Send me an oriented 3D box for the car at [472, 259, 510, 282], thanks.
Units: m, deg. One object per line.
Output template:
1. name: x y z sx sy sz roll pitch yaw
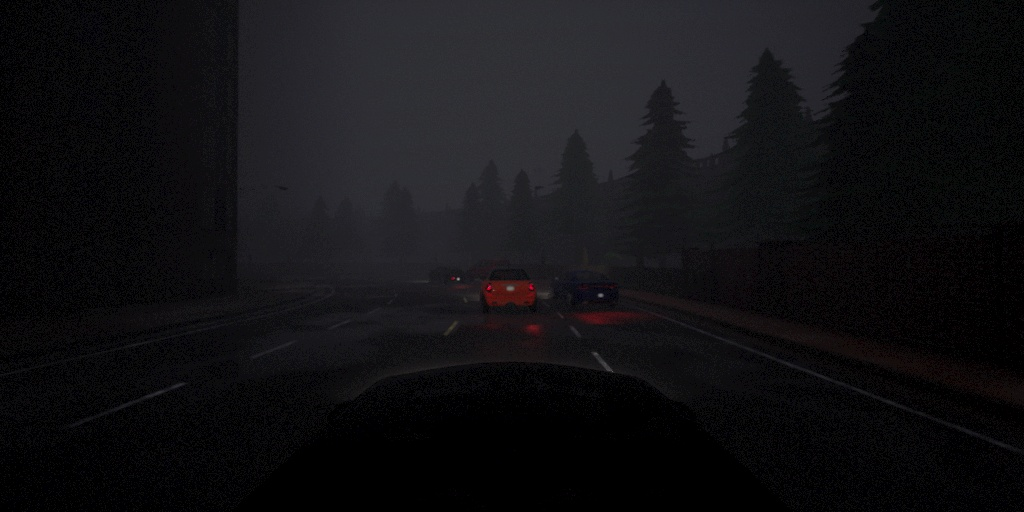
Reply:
1. car: -1.976 1.284 31.119 2.150 2.045 5.566 0 0 -32

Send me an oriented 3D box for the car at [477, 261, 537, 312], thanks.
1. car: -0.282 1.245 15.322 2.097 1.767 4.553 0 -1 -6

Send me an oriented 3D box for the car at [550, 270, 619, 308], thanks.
1. car: 3.101 1.381 16.290 1.882 1.535 5.008 0 0 -7

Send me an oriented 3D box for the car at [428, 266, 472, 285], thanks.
1. car: -5.535 1.556 30.124 1.837 1.490 4.892 1 0 -33
